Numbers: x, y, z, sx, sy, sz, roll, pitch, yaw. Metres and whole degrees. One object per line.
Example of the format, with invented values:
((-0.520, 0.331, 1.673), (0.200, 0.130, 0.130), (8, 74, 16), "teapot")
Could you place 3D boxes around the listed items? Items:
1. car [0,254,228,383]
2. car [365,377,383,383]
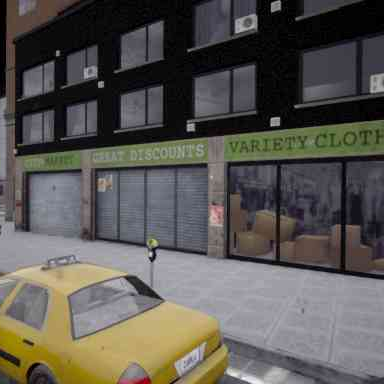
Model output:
((-1.892, 1.524, 4.441), (4.829, 1.417, 1.752), (0, 1, 36), "car")
((2.793, 1.551, 1.097), (4.403, 1.369, 2.008), (0, 1, 36), "car")
